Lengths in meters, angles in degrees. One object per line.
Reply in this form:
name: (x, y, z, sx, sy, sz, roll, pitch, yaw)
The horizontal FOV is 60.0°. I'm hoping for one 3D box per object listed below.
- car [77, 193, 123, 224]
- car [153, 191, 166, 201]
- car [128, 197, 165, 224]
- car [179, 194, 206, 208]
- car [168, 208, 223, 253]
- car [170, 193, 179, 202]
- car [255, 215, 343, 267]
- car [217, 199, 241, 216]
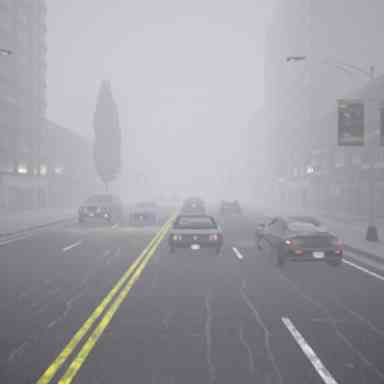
car: (-6.557, 1.116, 24.446, 2.150, 2.045, 5.566, 0, 0, 0)
car: (-6.389, 0.906, 65.254, 2.150, 2.045, 5.566, 0, 1, 0)
car: (-3.308, 1.376, 24.079, 1.882, 1.535, 5.008, 0, 0, 0)
car: (0.154, 1.220, 30.713, 2.097, 1.767, 4.553, 0, 0, 0)
car: (0.119, 1.548, 13.381, 1.895, 1.301, 4.718, 0, 0, 0)
car: (-3.147, 1.041, 65.014, 2.097, 1.767, 4.553, 0, 0, 1)
car: (3.355, 1.484, 11.106, 1.812, 1.442, 4.674, 0, 0, 0)
car: (3.404, 1.360, 30.940, 2.128, 1.511, 4.902, 0, 0, 0)
